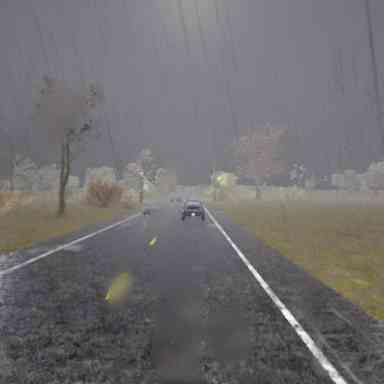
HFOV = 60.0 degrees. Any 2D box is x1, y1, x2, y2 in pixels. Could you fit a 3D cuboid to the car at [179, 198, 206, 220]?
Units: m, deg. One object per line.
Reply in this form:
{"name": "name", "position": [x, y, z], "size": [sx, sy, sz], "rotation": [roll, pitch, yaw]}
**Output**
{"name": "car", "position": [0.099, 1.489, 27.852], "size": [1.837, 1.490, 4.892], "rotation": [0, 0, 0]}

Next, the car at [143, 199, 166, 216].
{"name": "car", "position": [-3.599, 1.488, 32.446], "size": [1.837, 1.490, 4.892], "rotation": [0, 0, 0]}

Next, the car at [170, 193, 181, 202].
{"name": "car", "position": [-3.508, 1.173, 71.437], "size": [2.150, 2.045, 5.566], "rotation": [0, 0, 0]}
